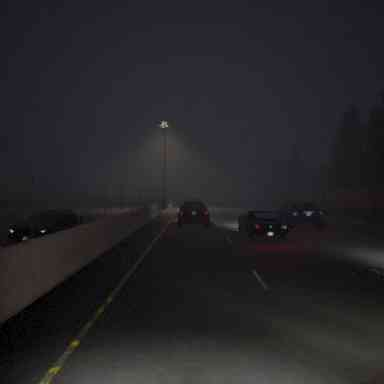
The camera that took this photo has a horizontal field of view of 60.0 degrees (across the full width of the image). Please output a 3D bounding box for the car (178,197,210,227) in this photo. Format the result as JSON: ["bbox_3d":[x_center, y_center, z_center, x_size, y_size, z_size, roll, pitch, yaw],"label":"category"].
[{"bbox_3d":[0.117,1.395,23.384,2.097,1.767,4.553,0,0,0],"label":"car"}]

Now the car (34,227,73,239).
[{"bbox_3d":[-7.003,1.579,16.750,2.033,1.411,5.357,0,0,0],"label":"car"}]

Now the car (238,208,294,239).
[{"bbox_3d":[3.612,1.634,17.523,1.895,1.301,4.718,0,0,0],"label":"car"}]

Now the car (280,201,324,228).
[{"bbox_3d":[7.116,1.394,22.407,2.097,1.767,4.553,0,0,0],"label":"car"}]

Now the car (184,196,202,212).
[{"bbox_3d":[0.075,1.430,41.071,2.097,1.767,4.553,0,0,0],"label":"car"}]
